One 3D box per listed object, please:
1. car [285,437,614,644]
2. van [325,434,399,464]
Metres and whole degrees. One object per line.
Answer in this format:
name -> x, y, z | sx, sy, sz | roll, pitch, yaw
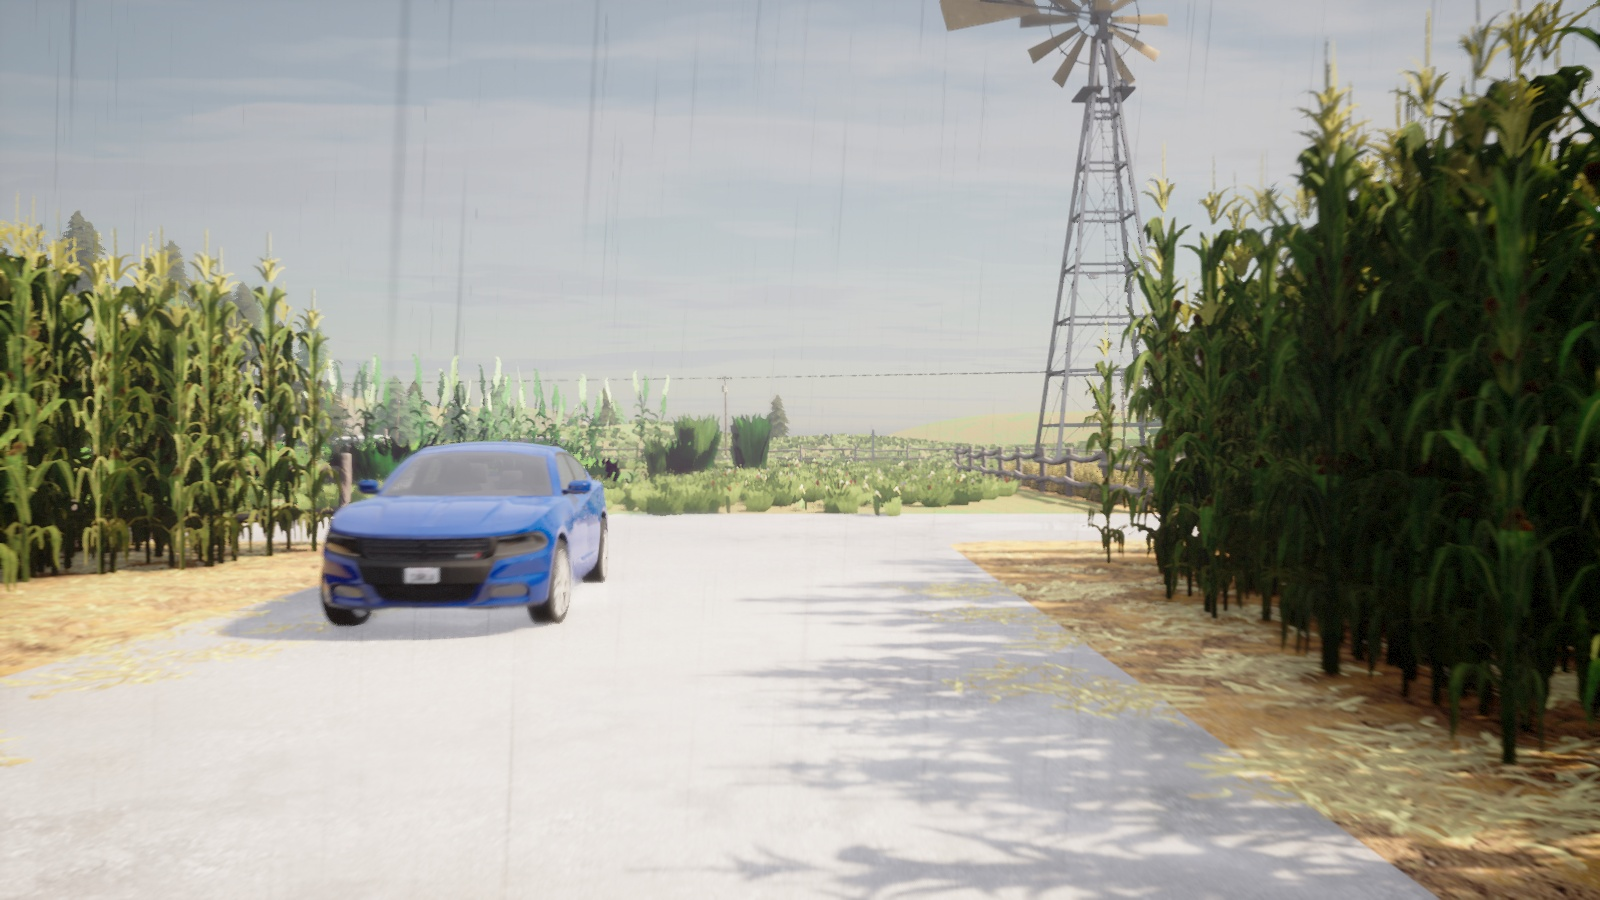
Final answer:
car -> -2.964, 0.657, 11.809 | 1.882, 1.535, 5.008 | 0, 0, -2
van -> -31.100, -0.054, 89.313 | 4.480, 2.038, 2.069 | -1, 0, 6
